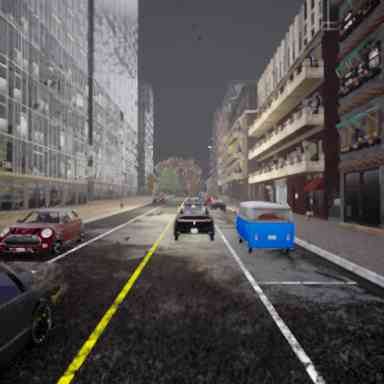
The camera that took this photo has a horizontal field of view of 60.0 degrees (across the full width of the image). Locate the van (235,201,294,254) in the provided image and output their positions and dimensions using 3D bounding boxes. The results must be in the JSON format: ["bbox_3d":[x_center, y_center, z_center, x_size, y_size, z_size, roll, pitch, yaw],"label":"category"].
[{"bbox_3d":[2.705,1.292,13.046,1.690,1.788,3.998,1,0,0],"label":"van"}]

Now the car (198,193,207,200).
[{"bbox_3d":[2.713,1.120,86.591,1.967,1.590,4.097,1,0,0],"label":"car"}]

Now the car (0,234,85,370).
[{"bbox_3d":[-3.055,1.534,3.468,2.033,1.411,5.357,0,0,0],"label":"car"}]

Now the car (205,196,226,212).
[{"bbox_3d":[2.703,1.418,35.675,2.008,1.369,4.403,1,0,0],"label":"car"}]

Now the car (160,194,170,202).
[{"bbox_3d":[-5.648,1.268,69.444,1.752,1.417,4.829,1,0,0],"label":"car"}]

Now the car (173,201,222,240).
[{"bbox_3d":[0.100,1.429,16.599,2.128,1.511,4.902,0,0,0],"label":"car"}]

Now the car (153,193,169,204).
[{"bbox_3d":[-5.680,1.098,58.298,2.192,1.841,5.009,1,0,0],"label":"car"}]

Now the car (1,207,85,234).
[{"bbox_3d":[-5.676,1.391,13.040,1.967,1.590,4.097,1,0,0],"label":"car"}]

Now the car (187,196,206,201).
[{"bbox_3d":[0.102,1.418,34.522,2.033,1.411,5.357,0,0,0],"label":"car"}]

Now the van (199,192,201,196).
[{"bbox_3d":[2.708,1.083,69.620,1.690,1.788,3.998,1,0,0],"label":"van"}]

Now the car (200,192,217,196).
[{"bbox_3d":[2.707,1.140,46.990,2.192,1.841,5.009,1,0,0],"label":"car"}]

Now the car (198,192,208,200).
[{"bbox_3d":[2.710,1.016,80.934,2.192,1.841,5.009,1,0,0],"label":"car"}]

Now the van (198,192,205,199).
[{"bbox_3d":[2.698,1.001,92.249,1.690,1.788,3.998,1,0,0],"label":"van"}]
